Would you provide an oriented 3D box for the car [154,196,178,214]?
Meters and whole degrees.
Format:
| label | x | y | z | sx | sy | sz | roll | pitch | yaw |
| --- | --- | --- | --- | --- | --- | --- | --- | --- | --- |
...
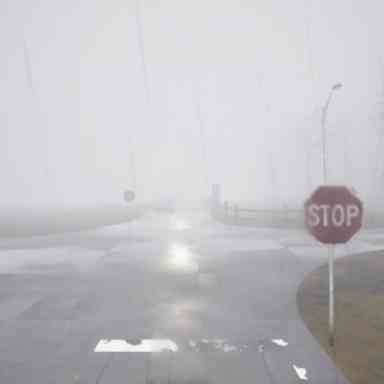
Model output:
| label | x | y | z | sx | sy | sz | roll | pitch | yaw |
| --- | --- | --- | --- | --- | --- | --- | --- | --- | --- |
| car | -2.802 | 1.491 | 34.592 | 1.882 | 1.535 | 5.008 | 0 | 1 | 0 |

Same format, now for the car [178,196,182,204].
| label | x | y | z | sx | sy | sz | roll | pitch | yaw |
| --- | --- | --- | --- | --- | --- | --- | --- | --- | --- |
| car | -2.849 | 1.521 | 63.819 | 1.994 | 1.385 | 4.181 | 0 | 0 | 0 |
